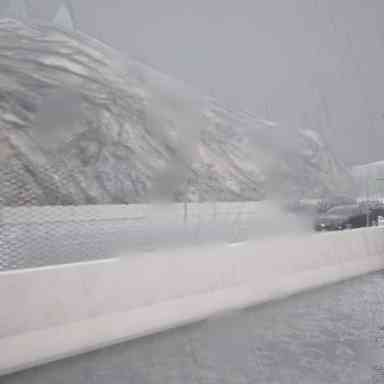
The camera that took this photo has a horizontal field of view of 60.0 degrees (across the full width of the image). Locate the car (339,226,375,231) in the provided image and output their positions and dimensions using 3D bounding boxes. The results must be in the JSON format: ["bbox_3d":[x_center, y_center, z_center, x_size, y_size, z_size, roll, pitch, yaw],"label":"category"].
[{"bbox_3d":[8.868,1.516,19.109,4.892,1.490,1.837,0,0,-37],"label":"car"}]
